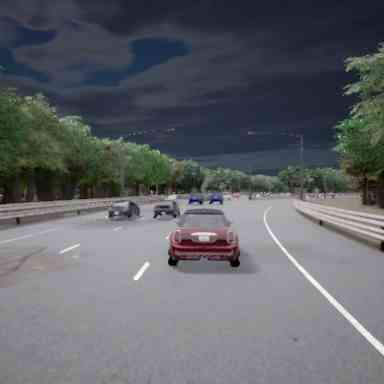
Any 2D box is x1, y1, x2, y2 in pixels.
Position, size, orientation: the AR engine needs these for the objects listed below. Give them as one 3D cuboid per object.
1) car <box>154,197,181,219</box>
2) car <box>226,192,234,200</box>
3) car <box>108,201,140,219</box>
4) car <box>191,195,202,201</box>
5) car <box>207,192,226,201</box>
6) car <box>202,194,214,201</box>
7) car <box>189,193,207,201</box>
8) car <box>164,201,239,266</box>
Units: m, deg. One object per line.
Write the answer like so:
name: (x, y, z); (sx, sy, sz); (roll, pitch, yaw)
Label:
car: (-2.123, 1.477, 28.987); (1.837, 1.490, 4.892); (0, 0, 4)
car: (8.736, 1.053, 84.854); (2.150, 2.045, 5.566); (0, 0, 11)
car: (-5.719, 1.483, 28.385); (1.812, 1.442, 4.674); (0, 0, 4)
car: (1.063, 1.372, 82.021); (1.994, 1.385, 4.181); (0, 0, 11)
car: (4.492, 1.120, 59.755); (2.150, 2.045, 5.566); (0, 0, 8)
car: (3.841, 1.366, 77.829); (2.128, 1.511, 4.902); (0, 0, 10)
car: (0.816, 1.119, 57.926); (2.150, 2.045, 5.566); (0, 0, 8)
car: (0.411, 1.352, 11.679); (2.097, 1.767, 4.553); (0, 0, 2)
